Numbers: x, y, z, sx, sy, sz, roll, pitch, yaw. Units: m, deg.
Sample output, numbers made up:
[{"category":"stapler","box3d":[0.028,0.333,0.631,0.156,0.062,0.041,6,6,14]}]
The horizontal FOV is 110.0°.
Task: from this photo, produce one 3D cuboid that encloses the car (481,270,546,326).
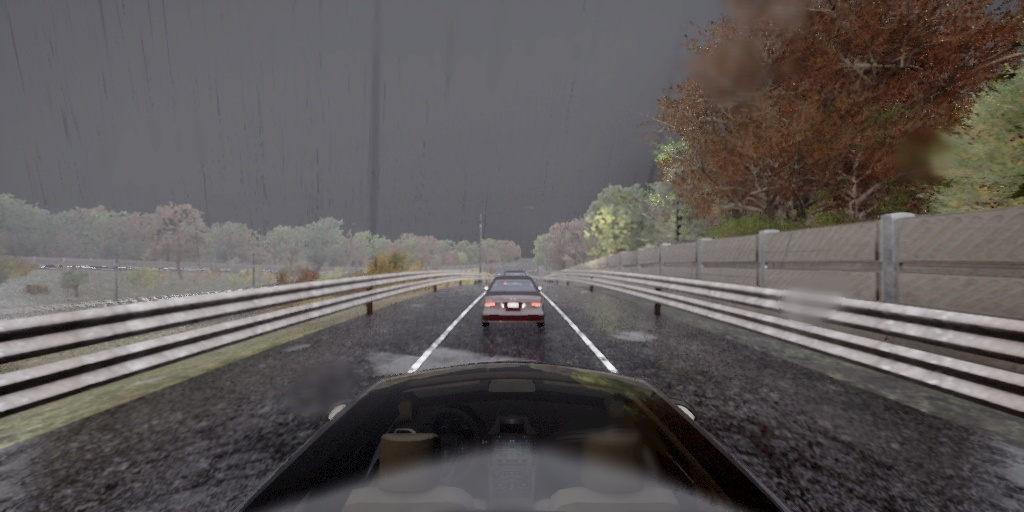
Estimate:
[{"category":"car","box3d":[0.035,1.337,11.676,2.033,1.411,5.357,0,-1,0]}]
